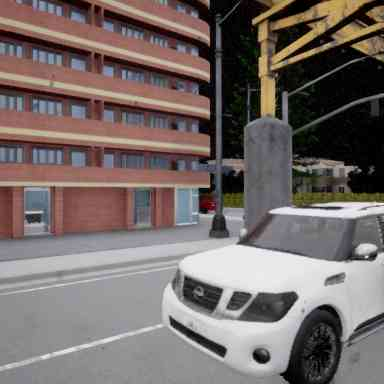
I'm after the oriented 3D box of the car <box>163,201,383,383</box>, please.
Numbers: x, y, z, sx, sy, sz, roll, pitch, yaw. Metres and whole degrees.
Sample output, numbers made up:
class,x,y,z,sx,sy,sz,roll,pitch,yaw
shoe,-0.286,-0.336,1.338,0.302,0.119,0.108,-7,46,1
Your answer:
class,x,y,z,sx,sy,sz,roll,pitch,yaw
car,2.244,1.224,5.607,5.566,2.045,2.150,0,0,-36

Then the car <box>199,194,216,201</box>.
class,x,y,z,sx,sy,sz,roll,pitch,yaw
car,1.025,1.258,36.568,2.150,2.045,5.566,0,0,-35

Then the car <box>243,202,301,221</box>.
class,x,y,z,sx,sy,sz,roll,pitch,yaw
car,6.748,1.616,28.496,1.895,1.301,4.718,0,0,-35
